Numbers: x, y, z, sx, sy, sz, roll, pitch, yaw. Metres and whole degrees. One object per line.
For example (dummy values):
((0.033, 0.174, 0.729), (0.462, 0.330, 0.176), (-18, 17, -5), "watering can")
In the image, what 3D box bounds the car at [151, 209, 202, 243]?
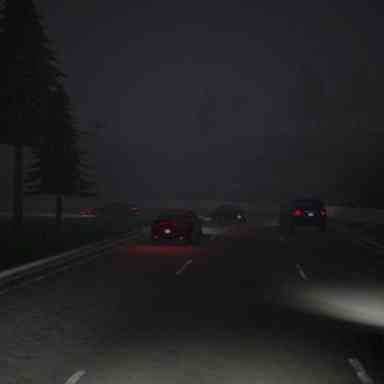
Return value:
((-0.648, 1.612, 17.120), (1.882, 1.535, 5.008), (0, -1, 10), "car")

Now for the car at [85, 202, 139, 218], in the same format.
((-7.603, 1.736, 32.722), (4.892, 1.490, 1.837), (0, -2, 16), "car")

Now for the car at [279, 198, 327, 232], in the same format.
((7.209, 1.428, 22.001), (2.150, 2.045, 5.566), (1, 0, 6), "car")

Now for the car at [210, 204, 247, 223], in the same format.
((3.015, 1.762, 27.796), (1.812, 1.442, 4.674), (1, -1, -16), "car")

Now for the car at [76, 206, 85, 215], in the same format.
((-10.093, 1.849, 36.365), (4.718, 1.301, 1.895), (0, 0, -2), "car")
